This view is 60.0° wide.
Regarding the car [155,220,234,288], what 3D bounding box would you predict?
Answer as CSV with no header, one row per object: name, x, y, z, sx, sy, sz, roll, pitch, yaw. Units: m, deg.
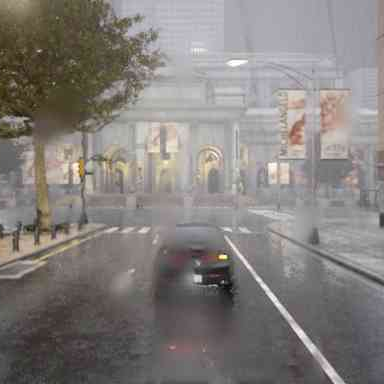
car,0.073,1.563,9.398,1.837,1.490,4.892,0,0,0
